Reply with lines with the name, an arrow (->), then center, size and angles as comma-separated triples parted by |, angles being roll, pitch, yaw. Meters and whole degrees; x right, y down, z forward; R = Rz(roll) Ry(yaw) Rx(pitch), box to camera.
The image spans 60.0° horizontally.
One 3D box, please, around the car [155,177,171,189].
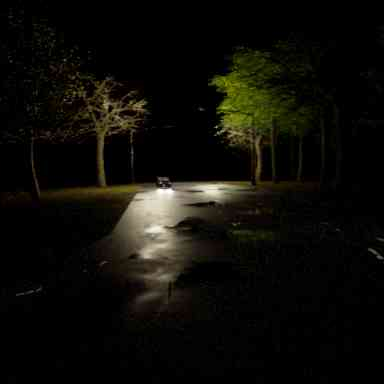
car -> -3.804, -1.198, 43.611 | 2.128, 1.511, 4.902 | -2, 4, -8
